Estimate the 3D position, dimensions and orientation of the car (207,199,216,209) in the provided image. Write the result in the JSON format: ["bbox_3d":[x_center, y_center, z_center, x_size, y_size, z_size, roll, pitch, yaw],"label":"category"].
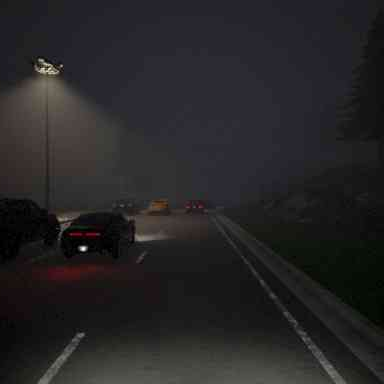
[{"bbox_3d":[1.939,1.564,44.490,1.994,1.385,4.181,0,0,14],"label":"car"}]

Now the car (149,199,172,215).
[{"bbox_3d":[-3.210,1.477,34.378,1.882,1.535,5.008,0,0,2],"label":"car"}]

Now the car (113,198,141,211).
[{"bbox_3d":[-6.695,1.353,34.372,2.097,1.767,4.553,0,0,2],"label":"car"}]

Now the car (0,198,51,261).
[{"bbox_3d":[-6.900,1.222,12.343,2.150,2.045,5.566,0,0,0],"label":"car"}]

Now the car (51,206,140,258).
[{"bbox_3d":[-3.400,1.505,12.812,1.837,1.490,4.892,0,0,0],"label":"car"}]

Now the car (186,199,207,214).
[{"bbox_3d":[0.334,1.547,35.218,2.033,1.411,5.357,0,0,3],"label":"car"}]
